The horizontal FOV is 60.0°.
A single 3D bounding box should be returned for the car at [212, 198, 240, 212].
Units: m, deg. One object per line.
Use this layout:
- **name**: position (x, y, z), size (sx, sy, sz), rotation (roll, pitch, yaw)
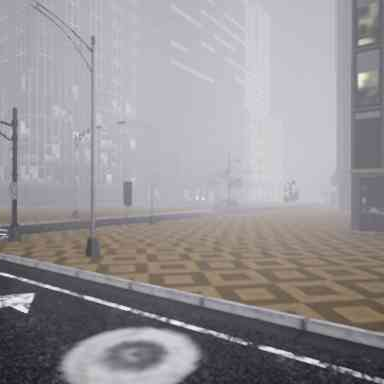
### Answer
- **car**: position (4.515, 1.640, 43.964), size (2.097, 1.767, 4.553), rotation (0, 0, 37)
